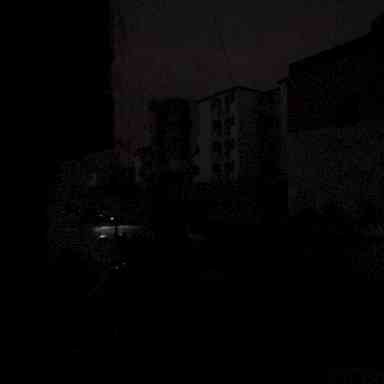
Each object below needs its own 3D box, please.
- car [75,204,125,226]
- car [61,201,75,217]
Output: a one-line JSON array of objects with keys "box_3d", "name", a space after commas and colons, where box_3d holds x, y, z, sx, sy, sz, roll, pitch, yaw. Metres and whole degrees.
[{"box_3d": [-6.290, 1.528, 23.082, 1.994, 1.385, 4.181, 0, 0, -36], "name": "car"}, {"box_3d": [-11.730, 1.512, 30.703, 2.033, 1.411, 5.357, 0, 0, -35], "name": "car"}]
